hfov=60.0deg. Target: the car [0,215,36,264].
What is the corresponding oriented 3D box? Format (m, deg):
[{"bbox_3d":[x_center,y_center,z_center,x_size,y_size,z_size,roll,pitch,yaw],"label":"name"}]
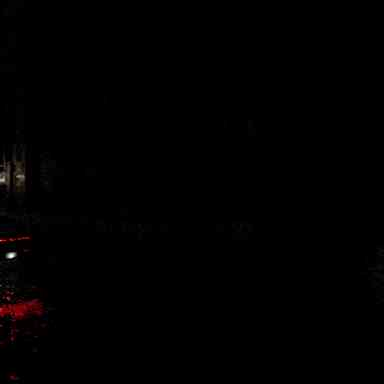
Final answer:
[{"bbox_3d":[-6.836,1.495,10.709,4.892,1.490,1.837,0,0,39],"label":"car"}]
